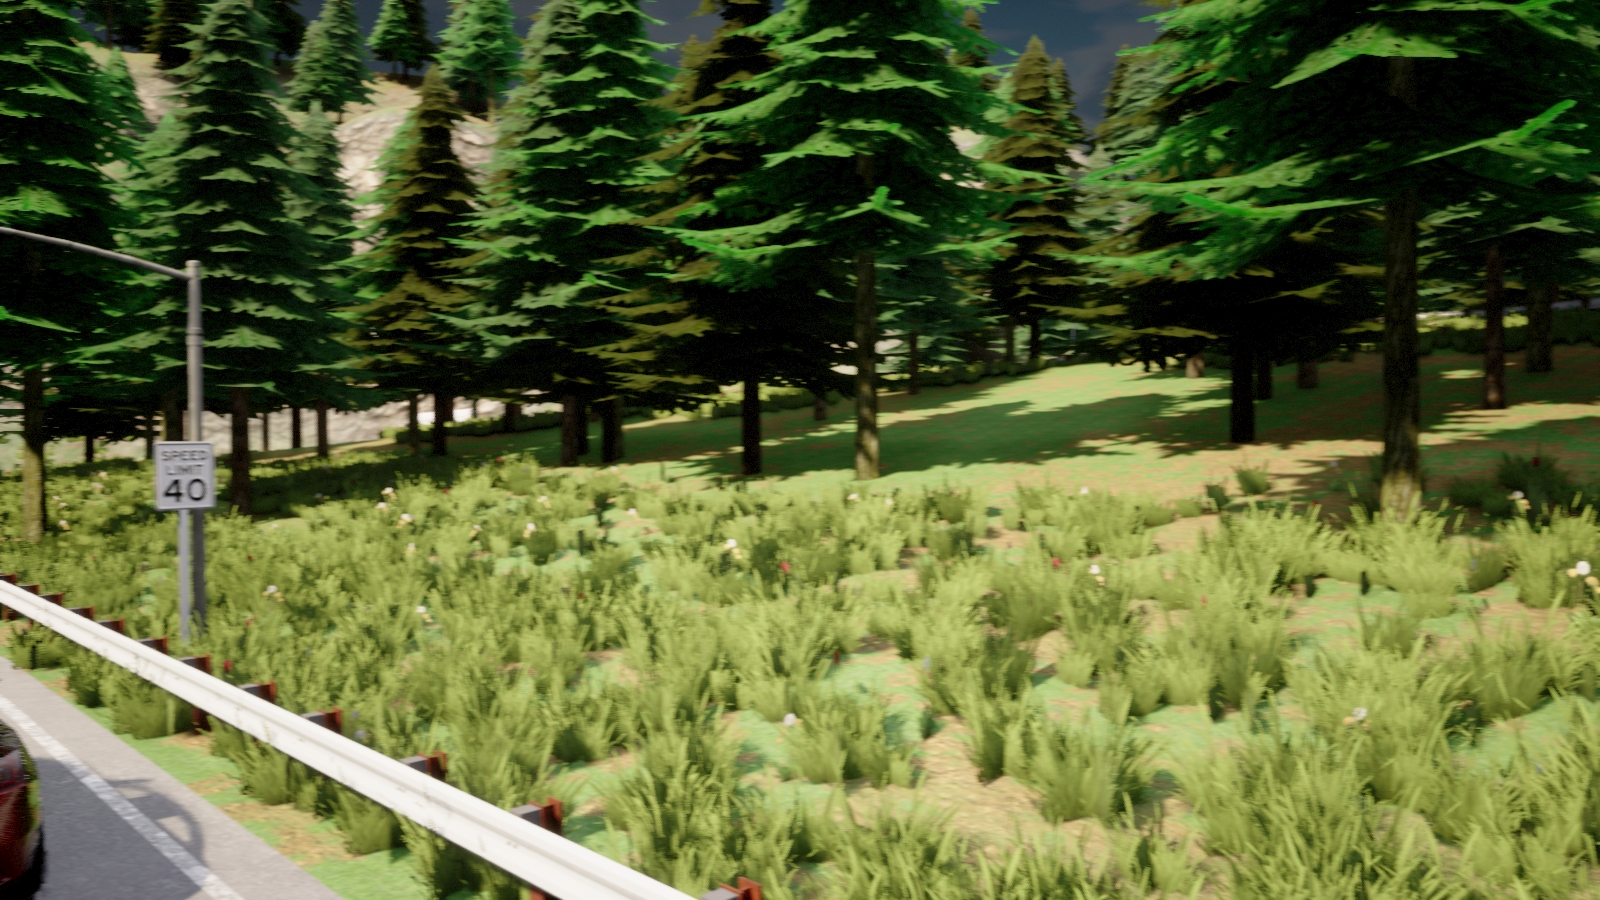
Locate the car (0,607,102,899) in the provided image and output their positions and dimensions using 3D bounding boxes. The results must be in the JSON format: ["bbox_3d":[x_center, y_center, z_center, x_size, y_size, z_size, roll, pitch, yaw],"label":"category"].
[{"bbox_3d":[-6.376,1.971,7.460,2.163,1.488,4.792,-1,1,-43],"label":"car"}]
